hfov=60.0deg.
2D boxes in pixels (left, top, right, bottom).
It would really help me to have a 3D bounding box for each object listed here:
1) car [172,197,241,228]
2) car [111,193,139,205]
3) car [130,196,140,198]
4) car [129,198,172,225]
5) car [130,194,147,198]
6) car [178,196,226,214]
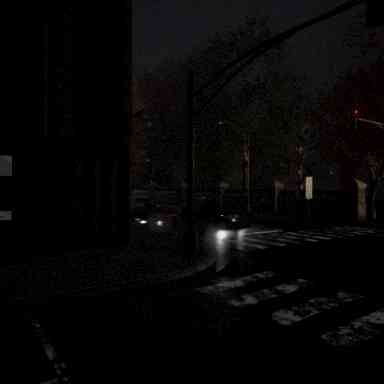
[{"bbox_3d":[0.967,1.255,20.448,1.812,1.442,4.674,0,1,-36],"label":"car"},{"bbox_3d":[-8.866,0.864,43.817,2.008,1.369,4.403,1,0,-36],"label":"car"},{"bbox_3d":[-5.870,1.158,25.459,1.802,1.307,4.206,2,0,-36],"label":"car"},{"bbox_3d":[-2.612,1.257,20.983,1.802,1.307,4.206,2,0,-36],"label":"car"},{"bbox_3d":[-4.394,1.093,27.820,1.812,1.442,4.674,0,1,-36],"label":"car"},{"bbox_3d":[0.809,1.129,30.524,1.752,1.417,4.829,1,0,-36],"label":"car"}]
